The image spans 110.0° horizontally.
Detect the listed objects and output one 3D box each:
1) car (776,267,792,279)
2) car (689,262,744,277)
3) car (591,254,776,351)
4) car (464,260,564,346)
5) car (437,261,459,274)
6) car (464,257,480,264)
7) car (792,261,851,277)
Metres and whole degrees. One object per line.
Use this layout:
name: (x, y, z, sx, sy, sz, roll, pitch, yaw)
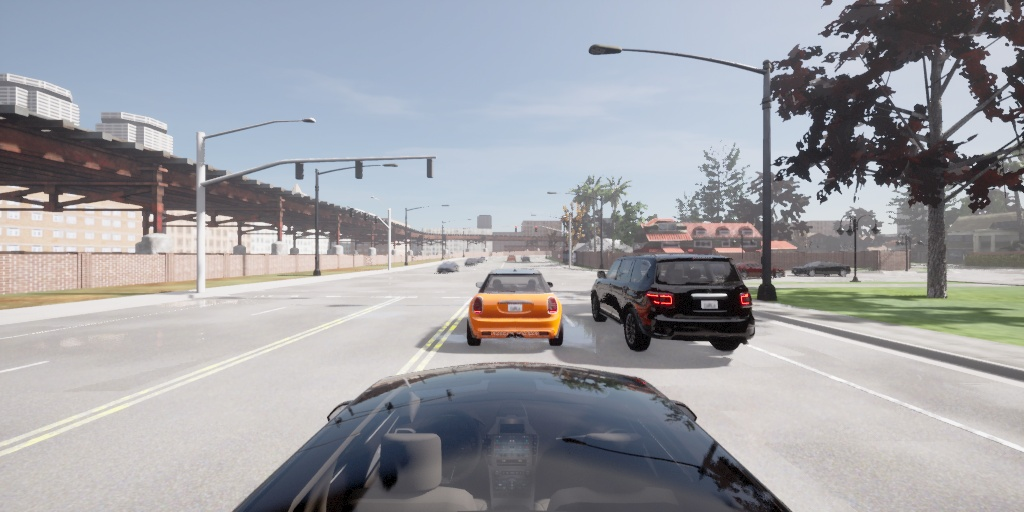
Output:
car: (21.011, 1.227, 31.296, 5.008, 1.535, 1.882, 0, 0, -2)
car: (19.856, 1.315, 34.967, 4.181, 1.385, 1.994, 0, 0, -2)
car: (3.572, 0.971, 9.146, 2.150, 2.045, 5.566, 0, 0, 0)
car: (0.071, 1.102, 9.603, 2.097, 1.767, 4.553, 0, 0, 0)
car: (-7.145, 1.277, 40.620, 2.033, 1.411, 5.357, 0, 0, 0)
car: (-7.143, 1.065, 62.113, 1.837, 1.490, 4.892, 0, 1, 0)
car: (30.300, 1.228, 35.244, 5.008, 1.535, 1.882, 0, 0, -1)
